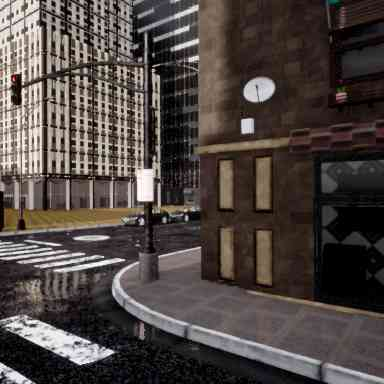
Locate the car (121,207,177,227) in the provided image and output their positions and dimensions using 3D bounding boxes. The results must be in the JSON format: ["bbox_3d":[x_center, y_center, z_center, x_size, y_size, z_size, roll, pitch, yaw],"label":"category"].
[{"bbox_3d":[-3.555,1.893,25.929,2.008,1.369,4.403,-2,-2,35],"label":"car"}]

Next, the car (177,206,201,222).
[{"bbox_3d":[-0.356,1.974,30.488,2.008,1.369,4.403,-2,-2,35],"label":"car"}]
